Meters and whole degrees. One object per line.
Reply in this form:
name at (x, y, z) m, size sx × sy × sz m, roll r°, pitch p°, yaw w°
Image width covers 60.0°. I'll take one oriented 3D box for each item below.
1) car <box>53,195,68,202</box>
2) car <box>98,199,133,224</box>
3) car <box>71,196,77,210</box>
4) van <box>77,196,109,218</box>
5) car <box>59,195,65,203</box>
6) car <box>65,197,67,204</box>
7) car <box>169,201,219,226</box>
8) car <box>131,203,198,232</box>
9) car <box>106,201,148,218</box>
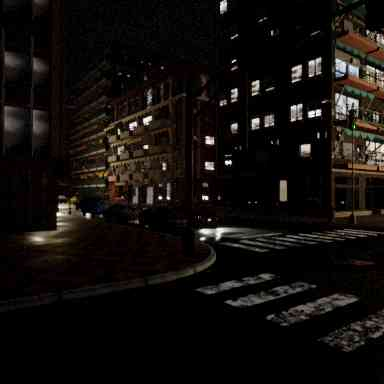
car at (-28.005, 1.360, 70.667) m, size 1.967 × 1.590 × 4.097 m, roll 0°, pitch 0°, yaw -36°
car at (-4.959, 1.459, 24.248) m, size 1.752 × 1.417 × 4.829 m, roll 0°, pitch 0°, yaw -36°
car at (-12.066, 1.428, 38.590) m, size 1.837 × 1.490 × 4.892 m, roll 0°, pitch 0°, yaw -35°
van at (-8.363, 1.265, 28.985) m, size 1.690 × 1.788 × 3.998 m, roll 0°, pitch 0°, yaw -36°
car at (-24.450, 1.456, 61.263) m, size 2.033 × 1.411 × 5.357 m, roll 0°, pitch 0°, yaw -35°
car at (-21.493, 1.448, 61.607) m, size 1.752 × 1.417 × 4.829 m, roll 0°, pitch 0°, yaw -36°
car at (-0.096, 1.518, 21.910) m, size 1.994 × 1.385 × 4.181 m, roll 0°, pitch 0°, yaw -36°
car at (-1.753, 1.526, 19.787) m, size 1.802 × 1.307 × 4.206 m, roll 0°, pitch 0°, yaw -36°
car at (-5.996, 1.538, 30.125) m, size 1.895 × 1.301 × 4.718 m, roll 0°, pitch 0°, yaw -36°
